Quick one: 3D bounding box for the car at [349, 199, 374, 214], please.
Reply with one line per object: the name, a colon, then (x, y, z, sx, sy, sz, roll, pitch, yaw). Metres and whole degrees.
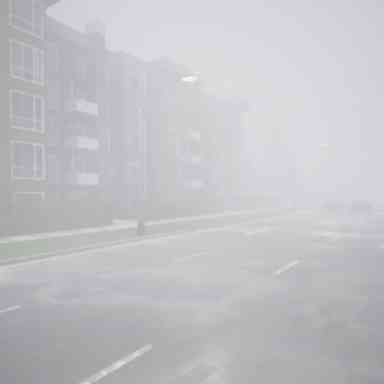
car: (18.017, 1.530, 35.425, 1.837, 1.490, 4.892, -1, 0, 34)

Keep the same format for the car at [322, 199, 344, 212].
car: (17.255, 1.581, 40.540, 1.837, 1.490, 4.892, -1, 0, 34)
